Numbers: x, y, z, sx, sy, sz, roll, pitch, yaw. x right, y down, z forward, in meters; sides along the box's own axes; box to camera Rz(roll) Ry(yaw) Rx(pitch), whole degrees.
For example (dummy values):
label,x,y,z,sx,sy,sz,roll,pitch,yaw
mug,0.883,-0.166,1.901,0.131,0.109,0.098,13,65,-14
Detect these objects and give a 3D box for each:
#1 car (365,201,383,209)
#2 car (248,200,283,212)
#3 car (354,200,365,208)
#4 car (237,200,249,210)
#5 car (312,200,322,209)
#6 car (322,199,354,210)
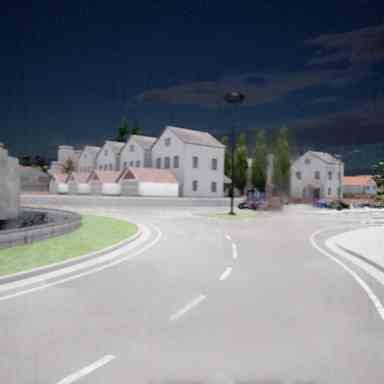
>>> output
label,x,y,z,sx,sy,sz,roll,pitch,yaw
car,35.548,2.496,63.491,4.181,1.385,1.994,1,0,-40
car,9.751,1.862,42.566,4.181,1.385,1.994,1,0,-35
car,34.143,2.437,66.871,4.902,1.511,2.128,1,0,-40
car,8.209,1.830,45.732,4.181,1.385,1.994,1,0,-36
car,22.705,2.107,57.433,5.008,1.535,1.882,2,0,-39
car,23.586,1.996,53.646,4.553,1.767,2.097,1,0,-39
